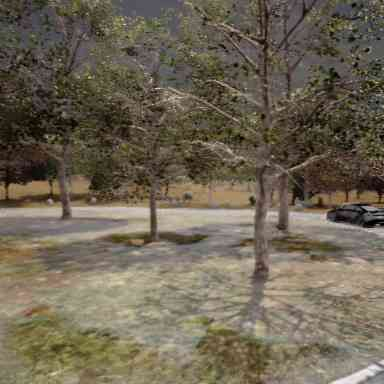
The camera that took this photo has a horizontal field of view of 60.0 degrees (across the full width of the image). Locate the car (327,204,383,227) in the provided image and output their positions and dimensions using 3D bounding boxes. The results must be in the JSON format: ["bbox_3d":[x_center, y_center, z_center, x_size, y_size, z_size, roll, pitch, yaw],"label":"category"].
[{"bbox_3d":[11.147,1.481,22.535,1.994,1.385,4.181,1,1,-15],"label":"car"}]
